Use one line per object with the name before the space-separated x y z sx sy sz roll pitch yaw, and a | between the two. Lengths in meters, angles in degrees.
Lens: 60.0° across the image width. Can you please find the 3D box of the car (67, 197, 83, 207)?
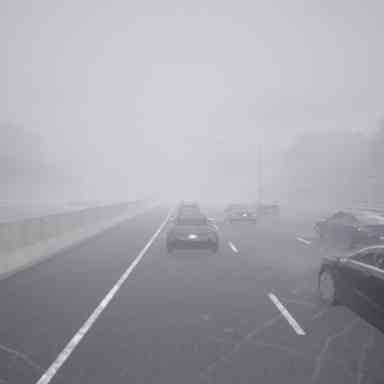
car | -18.872 1.631 54.546 1.882 1.535 5.008 0 -1 -2

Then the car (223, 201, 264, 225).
car | 3.337 1.539 23.882 2.033 1.411 5.357 0 0 -1

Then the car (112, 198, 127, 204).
car | -11.901 1.718 55.287 1.994 1.385 4.181 0 0 -2

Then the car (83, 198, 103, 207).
car | -15.288 1.655 52.597 1.812 1.442 4.674 0 -1 -2

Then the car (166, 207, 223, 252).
car | -0.003 1.559 13.899 1.994 1.385 4.181 0 0 -1

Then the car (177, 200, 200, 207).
car | -0.296 1.482 29.417 2.128 1.511 4.902 0 0 -1

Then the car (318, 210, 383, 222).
car | 6.990 1.518 14.450 1.812 1.442 4.674 0 0 -1

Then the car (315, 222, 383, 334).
car | 3.569 1.489 5.088 2.128 1.511 4.902 0 0 0

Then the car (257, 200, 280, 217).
car | 6.666 1.465 30.980 1.882 1.535 5.008 0 0 -2
